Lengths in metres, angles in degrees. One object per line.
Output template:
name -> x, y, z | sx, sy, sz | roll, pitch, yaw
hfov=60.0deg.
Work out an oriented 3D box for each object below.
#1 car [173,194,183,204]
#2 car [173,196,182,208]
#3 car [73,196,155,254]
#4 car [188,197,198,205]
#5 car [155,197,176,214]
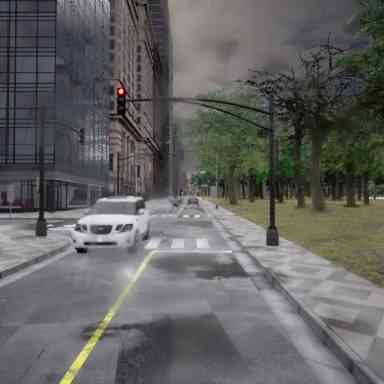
car -> -2.895, 1.696, 67.697 | 1.837, 1.490, 4.892 | 0, 0, 0
car -> -3.009, 1.673, 51.475 | 2.033, 1.411, 5.357 | 0, 0, 0
car -> -3.066, 1.230, 13.888 | 2.150, 2.045, 5.566 | 0, 0, 0
car -> 0.210, 1.672, 64.659 | 2.128, 1.511, 4.902 | 0, 0, 0
car -> -3.039, 1.594, 36.365 | 1.812, 1.442, 4.674 | 0, 0, 0
